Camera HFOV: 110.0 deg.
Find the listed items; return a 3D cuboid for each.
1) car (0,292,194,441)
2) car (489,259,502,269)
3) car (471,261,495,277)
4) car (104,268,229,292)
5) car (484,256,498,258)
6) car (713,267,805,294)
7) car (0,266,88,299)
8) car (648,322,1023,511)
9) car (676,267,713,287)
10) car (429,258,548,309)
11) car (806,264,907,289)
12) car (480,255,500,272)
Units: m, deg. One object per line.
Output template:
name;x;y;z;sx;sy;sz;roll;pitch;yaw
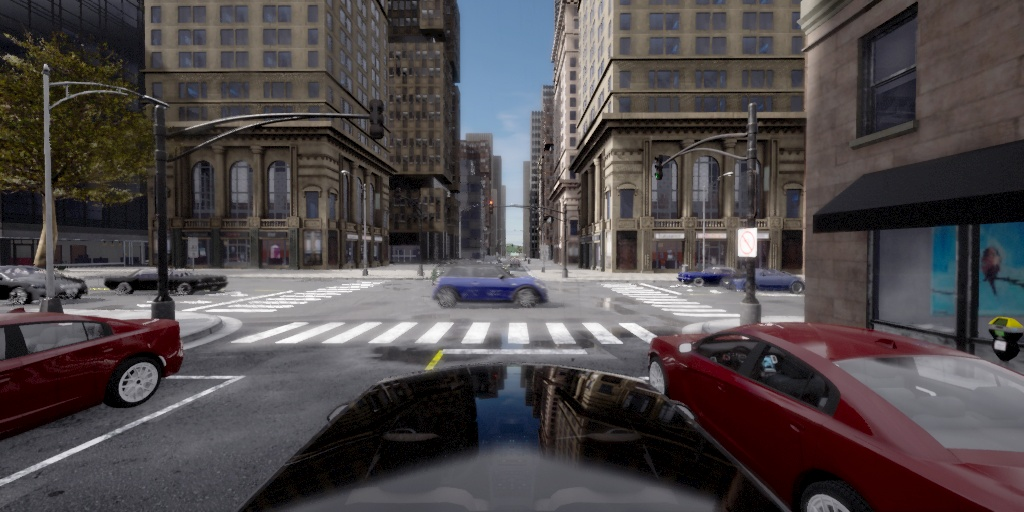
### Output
car;-5.755;1.294;3.438;1.888;1.381;4.507;0;0;0
car;-2.603;1.243;56.860;1.837;1.490;4.892;0;0;1
car;-2.809;1.289;36.220;2.033;1.411;5.357;0;0;0
car;-17.059;1.243;17.903;4.718;1.301;1.895;0;1;0
car;-2.856;1.037;22.691;2.097;1.767;4.553;1;1;43
car;14.634;1.419;21.076;4.181;1.385;1.994;0;1;0
car;-20.444;1.153;14.683;4.902;1.511;2.128;0;1;1
car;2.770;1.294;3.371;1.888;1.381;4.507;0;0;0
car;13.810;1.402;24.334;4.718;1.301;1.895;0;1;1
car;-0.835;1.097;14.524;4.553;1.767;2.097;0;0;1
car;23.169;1.359;24.249;5.008;1.535;1.882;0;1;0
car;-2.714;0.961;46.406;2.150;2.045;5.566;0;0;1
